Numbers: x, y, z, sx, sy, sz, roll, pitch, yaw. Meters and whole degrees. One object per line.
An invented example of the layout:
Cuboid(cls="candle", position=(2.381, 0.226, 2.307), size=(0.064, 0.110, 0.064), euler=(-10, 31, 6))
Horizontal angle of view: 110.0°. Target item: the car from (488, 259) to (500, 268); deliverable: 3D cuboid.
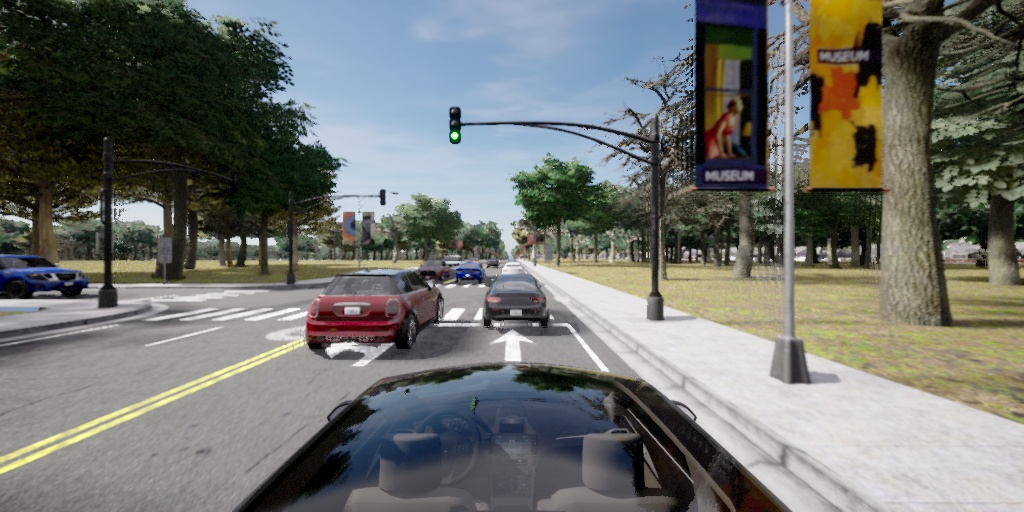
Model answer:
Cuboid(cls="car", position=(-3.148, 1.255, 59.972), size=(1.837, 1.490, 4.892), euler=(0, -1, 0))

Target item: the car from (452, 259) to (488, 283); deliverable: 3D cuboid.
Cuboid(cls="car", position=(-3.149, 1.220, 27.880), size=(1.882, 1.535, 5.008), euler=(0, 0, 0))

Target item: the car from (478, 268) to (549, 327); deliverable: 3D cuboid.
Cuboid(cls="car", position=(0.102, 1.272, 11.388), size=(1.812, 1.442, 4.674), euler=(0, 0, 0))

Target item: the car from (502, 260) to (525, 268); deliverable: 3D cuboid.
Cuboid(cls="car", position=(0.101, 1.268, 30.313), size=(1.812, 1.442, 4.674), euler=(0, 0, 0))

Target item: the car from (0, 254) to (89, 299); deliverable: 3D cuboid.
Cuboid(cls="car", position=(-23.370, 0.941, 16.700), size=(5.566, 2.045, 2.150), euler=(0, 0, 0))

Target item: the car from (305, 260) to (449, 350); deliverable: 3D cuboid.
Cuboid(cls="car", position=(-3.153, 1.099, 9.211), size=(2.097, 1.767, 4.553), euler=(0, 0, 0))

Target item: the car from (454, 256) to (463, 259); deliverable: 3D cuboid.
Cuboid(cls="car", position=(-6.594, 0.964, 39.864), size=(2.150, 2.045, 5.566), euler=(0, 0, 0))

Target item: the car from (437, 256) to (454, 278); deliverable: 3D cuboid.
Cuboid(cls="car", position=(-6.596, 1.094, 30.308), size=(2.097, 1.767, 4.553), euler=(0, 0, 0))
